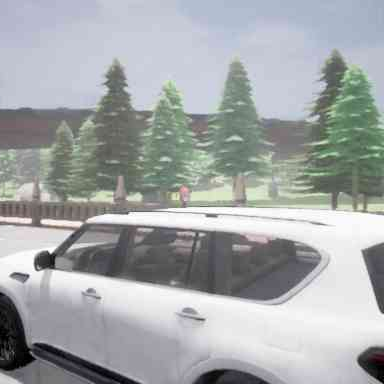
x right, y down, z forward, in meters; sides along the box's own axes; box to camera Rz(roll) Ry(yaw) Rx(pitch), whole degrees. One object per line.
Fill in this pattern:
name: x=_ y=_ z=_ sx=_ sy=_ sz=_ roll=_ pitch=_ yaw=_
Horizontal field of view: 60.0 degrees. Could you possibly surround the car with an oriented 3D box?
car: x=-0.311 y=1.190 z=4.014 sx=5.566 sy=2.045 sz=2.150 roll=0 pitch=0 yaw=34
